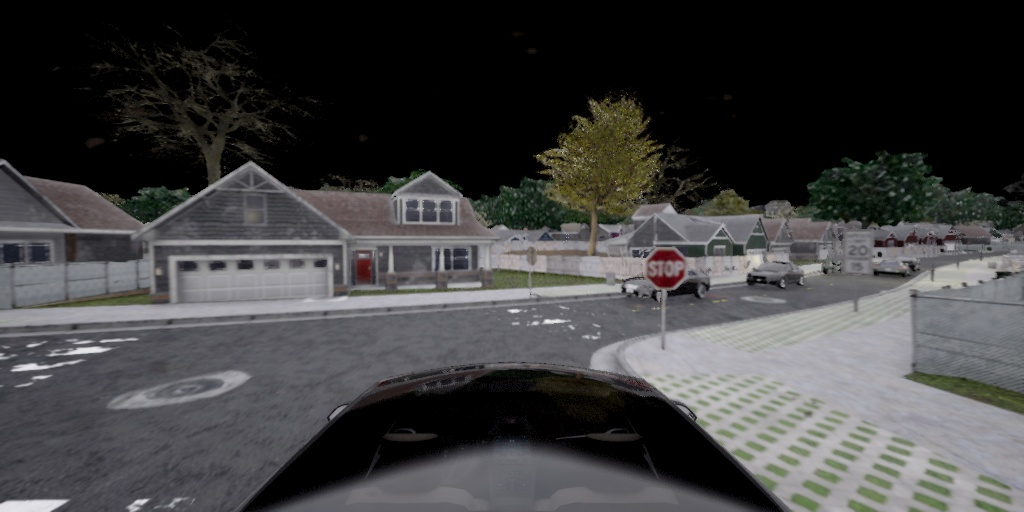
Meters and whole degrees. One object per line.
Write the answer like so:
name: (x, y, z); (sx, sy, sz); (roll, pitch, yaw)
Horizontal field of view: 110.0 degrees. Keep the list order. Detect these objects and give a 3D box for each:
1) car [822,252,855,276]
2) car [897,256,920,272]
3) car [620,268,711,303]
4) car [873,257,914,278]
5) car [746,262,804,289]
car: (29.986, 0.650, 32.400); (5.566, 2.045, 2.150); (-1, 2, -38)
car: (41.070, 0.763, 37.518); (5.008, 1.535, 1.882); (-2, 3, -36)
car: (7.253, 1.235, 16.843); (4.902, 1.511, 2.128); (0, 2, -30)
car: (33.212, 1.052, 31.390); (4.181, 1.385, 1.994); (-1, 3, -38)
car: (16.635, 1.152, 22.592); (4.892, 1.490, 1.837); (0, 2, -34)
